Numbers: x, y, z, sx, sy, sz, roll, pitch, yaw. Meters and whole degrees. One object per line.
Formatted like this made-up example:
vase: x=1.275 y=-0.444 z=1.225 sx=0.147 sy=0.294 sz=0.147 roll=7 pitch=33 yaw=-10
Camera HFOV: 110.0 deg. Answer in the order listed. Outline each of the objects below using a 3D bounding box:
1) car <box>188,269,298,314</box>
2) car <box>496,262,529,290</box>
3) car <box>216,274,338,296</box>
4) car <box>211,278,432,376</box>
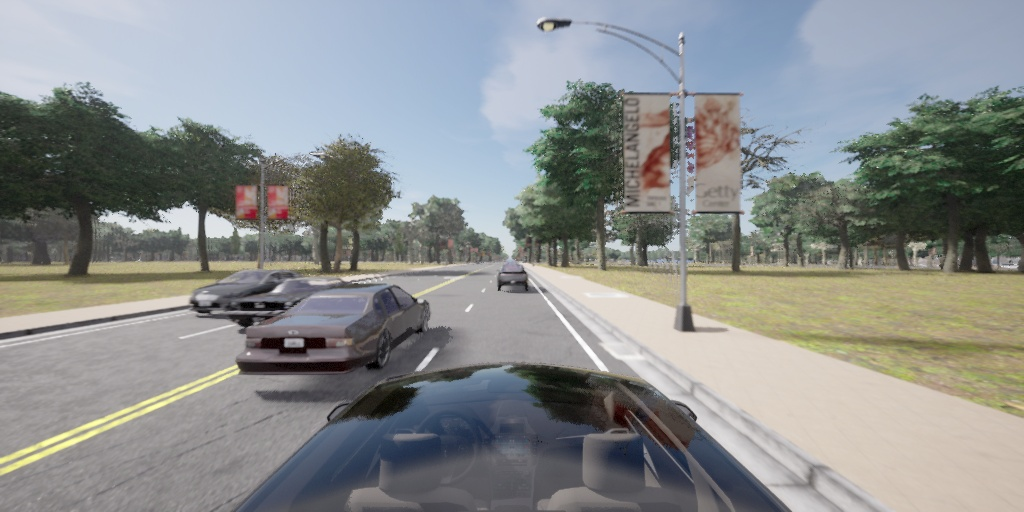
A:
car: x=-9.873 y=1.272 z=13.978 sx=2.128 sy=1.511 sz=4.902 roll=0 pitch=0 yaw=0
car: x=0.056 y=1.264 z=22.370 sx=2.128 sy=1.511 sz=4.902 roll=0 pitch=0 yaw=0
car: x=-6.617 y=1.371 z=11.595 sx=1.895 sy=1.301 sz=4.718 roll=0 pitch=0 yaw=0
car: x=-3.160 y=1.306 z=7.699 sx=2.033 sy=1.411 sz=5.357 roll=0 pitch=0 yaw=0
